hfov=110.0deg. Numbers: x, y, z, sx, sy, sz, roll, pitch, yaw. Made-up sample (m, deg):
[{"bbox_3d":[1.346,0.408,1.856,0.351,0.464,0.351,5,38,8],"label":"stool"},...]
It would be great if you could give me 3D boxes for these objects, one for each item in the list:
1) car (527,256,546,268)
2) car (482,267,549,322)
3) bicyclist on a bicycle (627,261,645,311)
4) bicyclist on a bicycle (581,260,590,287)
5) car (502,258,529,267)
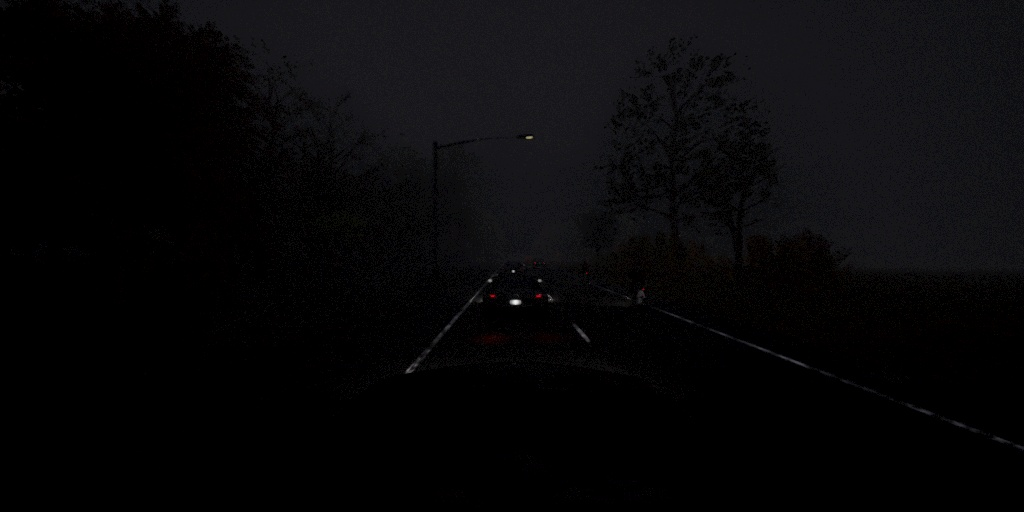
[{"bbox_3d":[3.609,0.964,49.396,2.033,1.411,5.357,0,0,0],"label":"car"},{"bbox_3d":[0.100,1.241,12.011,1.994,1.385,4.181,0,0,0],"label":"car"},{"bbox_3d":[4.468,1.042,13.012,0.659,1.776,1.843,0,1,0],"label":"bicyclist on a bicycle"},{"bbox_3d":[4.470,1.062,21.822,0.582,1.620,1.656,0,0,0],"label":"bicyclist on a bicycle"},{"bbox_3d":[0.104,1.118,29.594,1.994,1.385,4.181,0,0,0],"label":"car"}]
